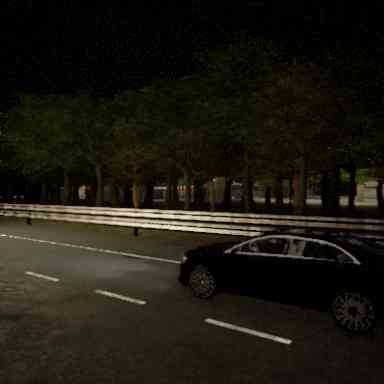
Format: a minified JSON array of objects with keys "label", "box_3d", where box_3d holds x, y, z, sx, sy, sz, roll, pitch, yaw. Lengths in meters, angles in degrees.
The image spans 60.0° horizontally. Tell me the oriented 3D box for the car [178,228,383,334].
[{"label":"car","box_3d":[1.931,1.492,6.790,4.902,1.511,2.128,0,0,36]}]
